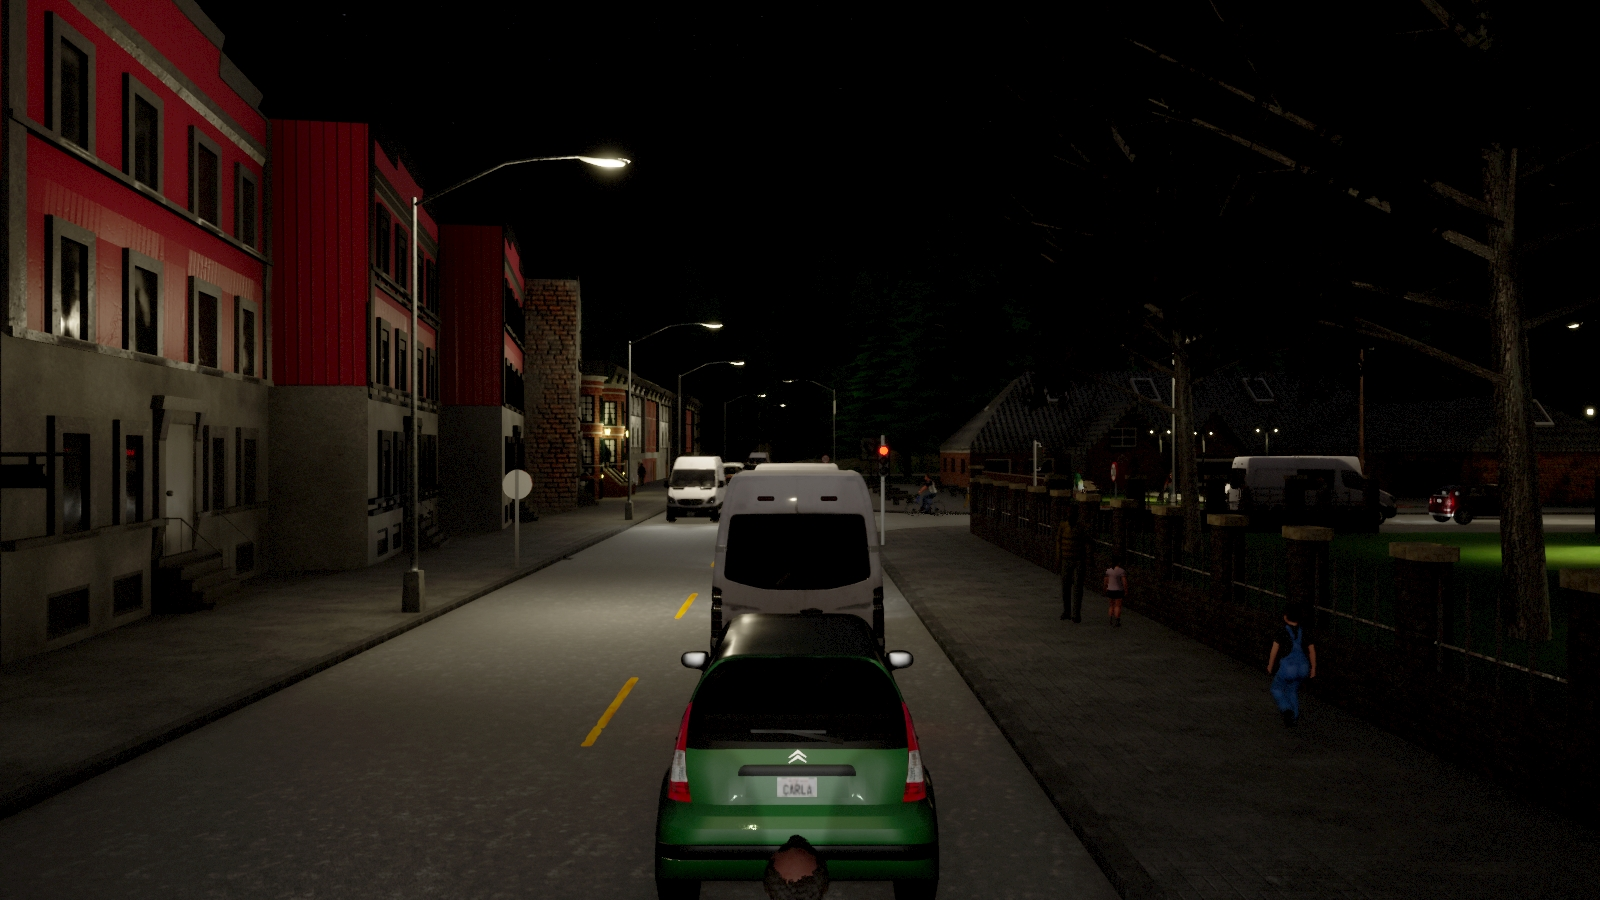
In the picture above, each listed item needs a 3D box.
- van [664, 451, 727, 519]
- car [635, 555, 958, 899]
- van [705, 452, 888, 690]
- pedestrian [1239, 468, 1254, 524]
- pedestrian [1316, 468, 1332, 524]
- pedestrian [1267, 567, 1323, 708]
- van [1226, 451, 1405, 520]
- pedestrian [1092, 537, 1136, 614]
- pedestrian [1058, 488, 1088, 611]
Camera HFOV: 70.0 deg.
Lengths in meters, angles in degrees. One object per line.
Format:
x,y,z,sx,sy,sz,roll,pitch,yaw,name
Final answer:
-4.116,1.314,45.761,1.988,2.561,5.915,0,0,0,van
-0.023,1.779,8.527,1.851,1.617,3.988,0,0,0,car
-0.048,1.314,15.312,1.988,2.561,5.915,0,0,0,van
14.927,1.525,38.225,0.375,1.860,0.375,0,0,5,pedestrian
17.474,1.525,38.117,0.375,1.860,0.375,0,0,2,pedestrian
4.783,1.805,11.051,0.375,1.300,0.375,0,0,0,pedestrian
19.552,1.314,43.543,5.915,2.561,1.988,0,0,1,van
4.783,1.904,17.403,0.500,1.100,0.500,0,0,38,pedestrian
4.227,1.525,17.694,0.375,1.860,0.375,0,0,26,pedestrian
